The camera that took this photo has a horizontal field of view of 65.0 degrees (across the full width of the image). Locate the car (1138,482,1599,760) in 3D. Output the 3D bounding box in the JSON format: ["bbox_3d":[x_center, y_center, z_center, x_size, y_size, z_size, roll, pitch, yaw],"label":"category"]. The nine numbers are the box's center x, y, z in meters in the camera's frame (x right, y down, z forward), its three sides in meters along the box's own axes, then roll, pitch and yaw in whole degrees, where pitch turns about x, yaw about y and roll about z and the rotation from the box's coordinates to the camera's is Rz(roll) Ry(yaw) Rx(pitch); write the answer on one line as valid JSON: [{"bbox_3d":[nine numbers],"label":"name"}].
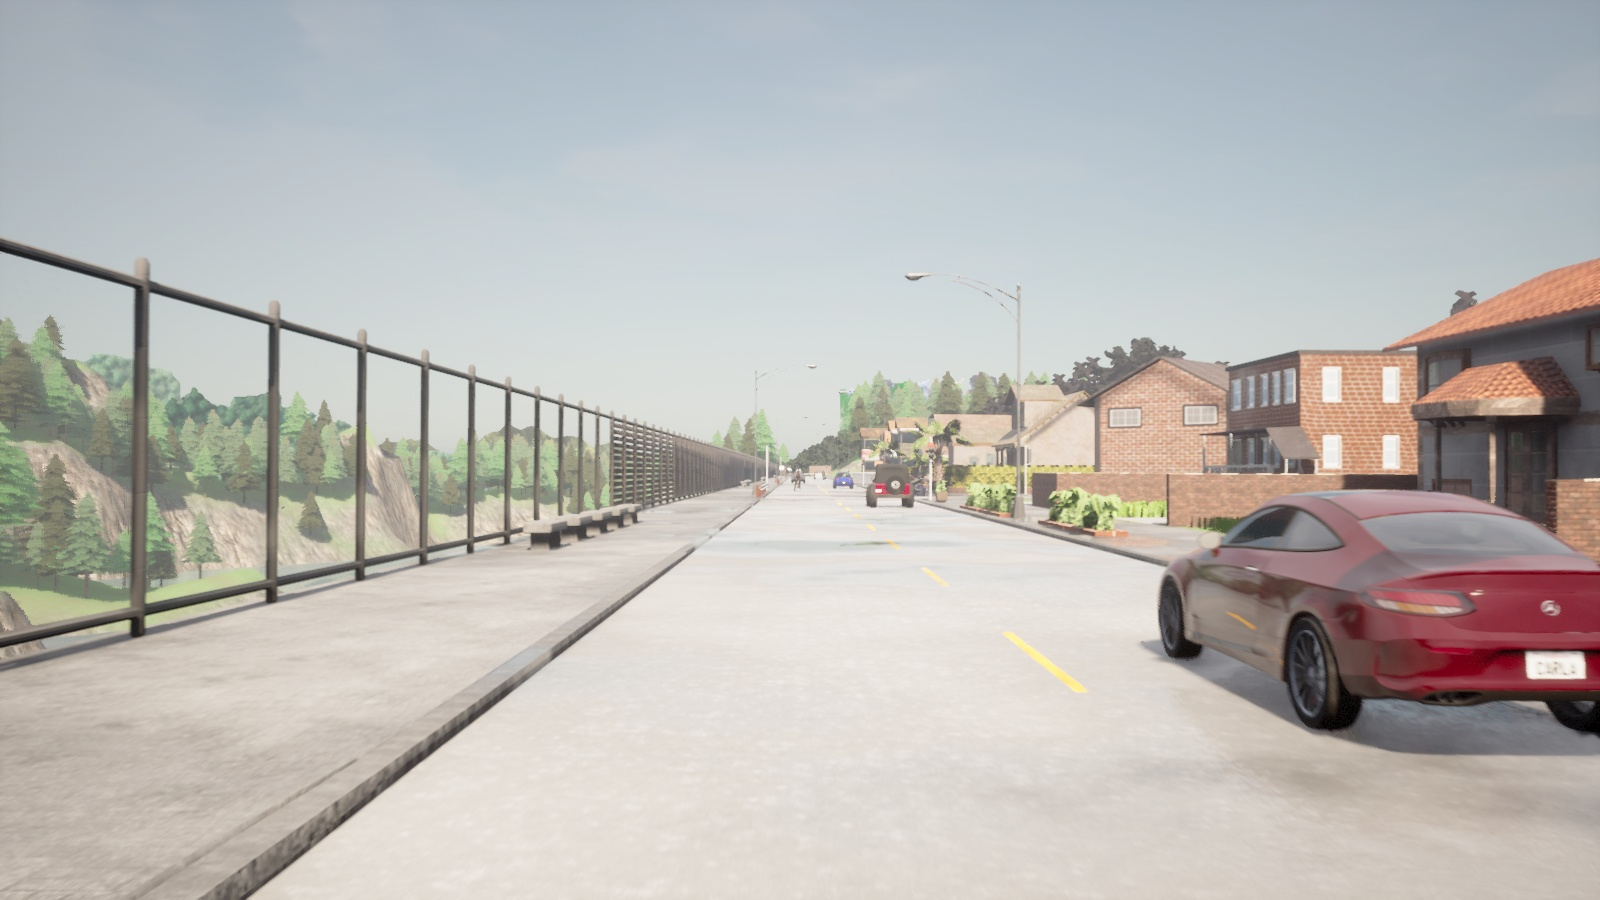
[{"bbox_3d":[3.985,0.976,9.074,1.812,1.442,4.674,0,-1,0],"label":"car"}]

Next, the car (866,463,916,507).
[{"bbox_3d":[3.934,1.515,54.970,1.905,1.878,3.866,0,-1,0],"label":"car"}]
